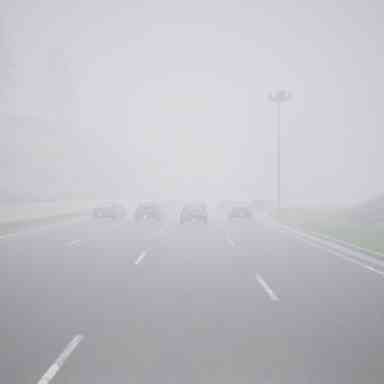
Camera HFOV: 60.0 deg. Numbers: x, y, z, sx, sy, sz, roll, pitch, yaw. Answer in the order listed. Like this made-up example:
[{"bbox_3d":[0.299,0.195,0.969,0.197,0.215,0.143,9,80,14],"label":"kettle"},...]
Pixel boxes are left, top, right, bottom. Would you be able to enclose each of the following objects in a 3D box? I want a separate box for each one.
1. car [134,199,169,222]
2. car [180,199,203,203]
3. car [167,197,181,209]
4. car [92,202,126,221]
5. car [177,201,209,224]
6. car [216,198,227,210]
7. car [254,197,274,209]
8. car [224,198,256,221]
[{"bbox_3d":[-3.220,1.496,26.002,1.837,1.490,4.892,0,0,3],"label":"car"},{"bbox_3d":[0.673,1.588,42.712,1.895,1.301,4.718,0,0,23],"label":"car"},{"bbox_3d":[-2.305,1.492,45.141,1.837,1.490,4.892,0,0,23],"label":"car"},{"bbox_3d":[-6.730,1.517,27.134,1.812,1.442,4.674,0,0,2],"label":"car"},{"bbox_3d":[0.193,1.593,24.599,1.895,1.301,4.718,0,0,2],"label":"car"},{"bbox_3d":[4.676,1.479,42.995,2.128,1.511,4.902,0,0,25],"label":"car"},{"bbox_3d":[9.500,1.465,44.607,1.882,1.535,5.008,0,0,30],"label":"car"},{"bbox_3d":[3.840,1.518,27.132,1.812,1.442,4.674,0,0,4],"label":"car"}]
